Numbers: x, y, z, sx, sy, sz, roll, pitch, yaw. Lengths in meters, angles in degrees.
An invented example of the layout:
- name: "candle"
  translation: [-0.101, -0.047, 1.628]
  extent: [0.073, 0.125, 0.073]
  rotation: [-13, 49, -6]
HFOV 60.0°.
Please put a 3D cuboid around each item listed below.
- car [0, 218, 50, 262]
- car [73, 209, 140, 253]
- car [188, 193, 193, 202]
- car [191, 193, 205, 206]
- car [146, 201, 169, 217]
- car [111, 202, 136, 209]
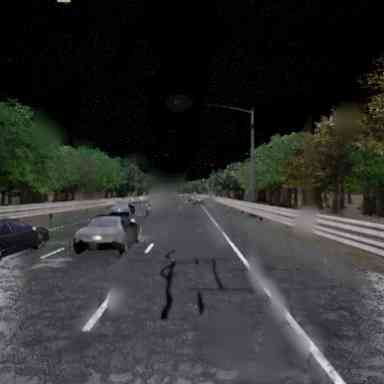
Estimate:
- name: "car"
  translation: [-6.893, 1.596, 11.561]
  extent: [2.033, 1.411, 5.357]
  rotation: [0, 0, 0]
- name: "car"
  translation: [-3.393, 1.622, 13.925]
  extent: [1.994, 1.385, 4.181]
  rotation: [0, 0, 0]
- name: "car"
  translation: [0.039, 1.636, 79.327]
  extent: [1.812, 1.442, 4.674]
  rotation: [0, 0, 0]
- name: "car"
  translation: [1.254, 1.555, 60.790]
  extent: [2.097, 1.767, 4.553]
  rotation: [0, 0, 0]
- name: "car"
  translation: [-3.383, 1.614, 32.769]
  extent: [2.128, 1.511, 4.902]
  rotation: [0, 0, 0]
- name: "car"
  translation: [-6.884, 1.688, 33.476]
  extent: [1.994, 1.385, 4.181]
  rotation: [0, 0, 0]
